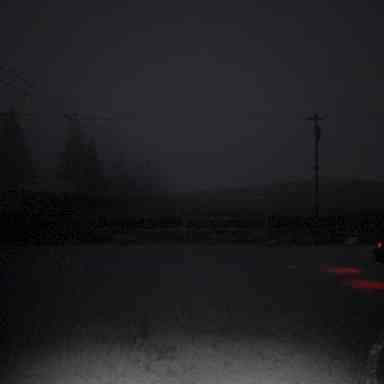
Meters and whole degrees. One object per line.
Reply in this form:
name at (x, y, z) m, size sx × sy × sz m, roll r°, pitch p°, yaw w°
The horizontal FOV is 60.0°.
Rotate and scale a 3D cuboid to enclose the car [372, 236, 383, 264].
car at (7.768, 1.540, 8.722) m, size 5.357 × 1.411 × 2.033 m, roll 0°, pitch 1°, yaw 2°
